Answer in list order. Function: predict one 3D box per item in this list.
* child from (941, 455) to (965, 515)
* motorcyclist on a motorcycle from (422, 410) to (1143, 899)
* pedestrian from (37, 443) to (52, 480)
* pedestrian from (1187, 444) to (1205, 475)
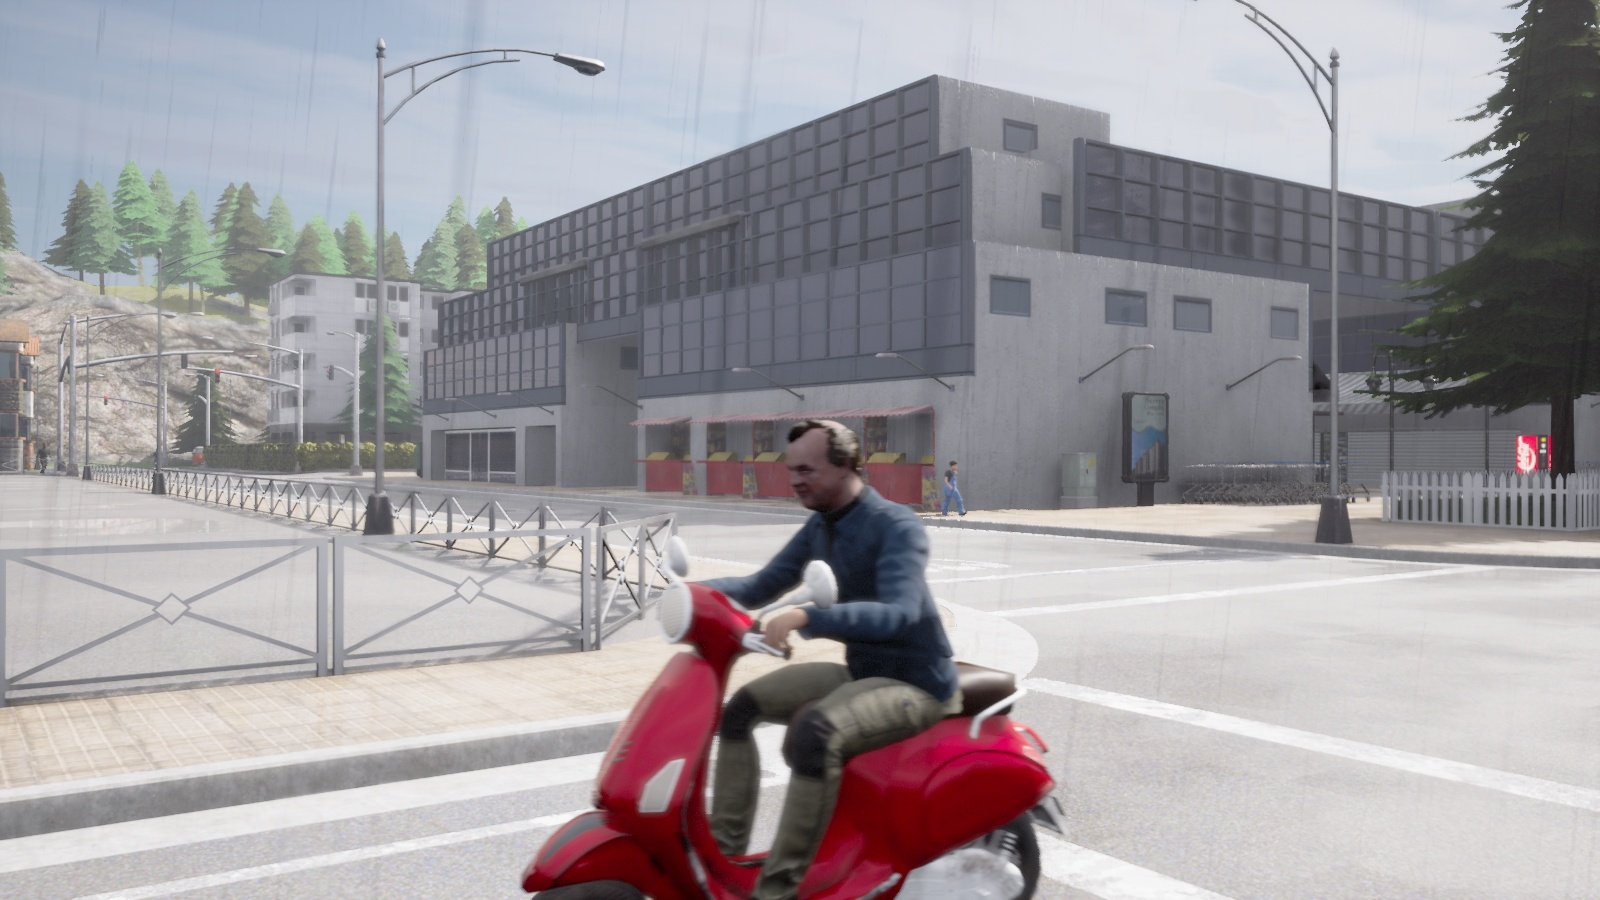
[{"bbox_3d":[3.272,0.744,26.886,0.270,1.263,0.437,0,0,-37],"label":"child"},{"bbox_3d":[-0.021,0.708,3.501,1.817,1.590,0.866,0,0,-31],"label":"motorcyclist on a motorcycle"},{"bbox_3d":[-39.325,0.598,65.329,0.788,1.949,0.423,0,0,39],"label":"pedestrian"},{"bbox_3d":[23.919,0.577,75.850,0.563,1.883,0.849,0,0,-36],"label":"pedestrian"}]
